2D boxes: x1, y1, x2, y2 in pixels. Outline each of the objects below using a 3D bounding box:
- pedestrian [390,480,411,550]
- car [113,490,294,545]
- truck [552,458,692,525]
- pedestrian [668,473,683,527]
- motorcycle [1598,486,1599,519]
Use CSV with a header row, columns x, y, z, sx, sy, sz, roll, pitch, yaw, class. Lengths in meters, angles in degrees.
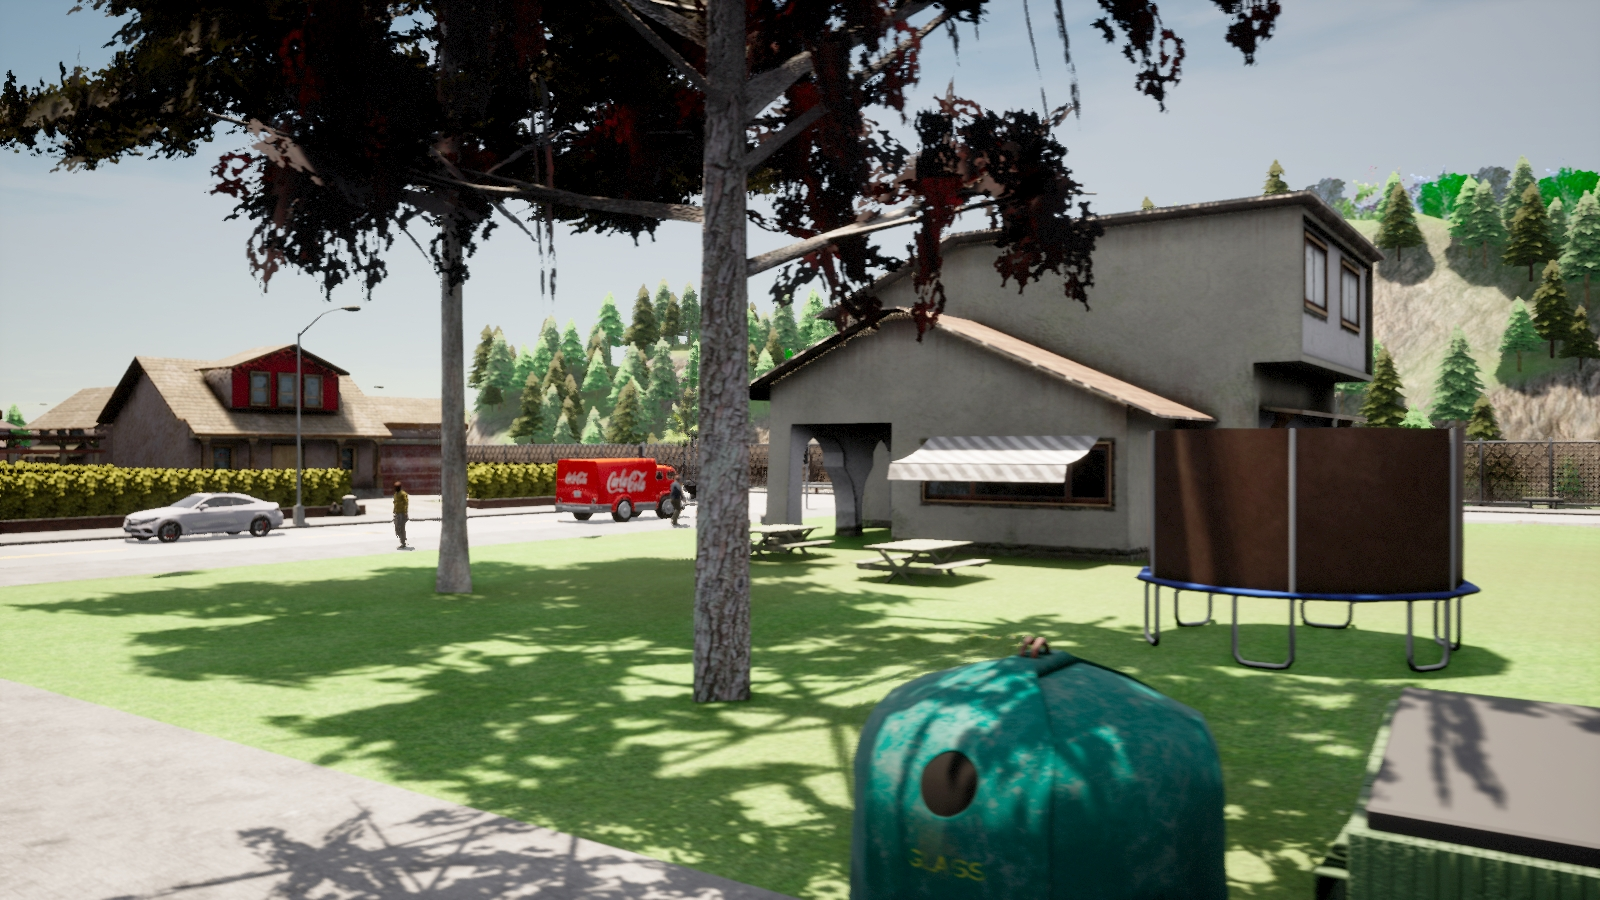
x,y,z,sx,sy,sz,roll,pitch,yaw,class
-10.759,1.739,30.789,0.375,1.860,0.375,0,0,35,pedestrian
-18.749,2.076,36.092,2.002,1.442,4.674,0,0,35,car
-7.030,1.564,45.569,2.627,2.467,5.204,0,0,35,truck
-4.374,1.740,40.036,0.375,1.860,0.375,0,0,-43,pedestrian
33.444,2.142,46.311,1.805,1.316,0.856,0,0,35,motorcycle
